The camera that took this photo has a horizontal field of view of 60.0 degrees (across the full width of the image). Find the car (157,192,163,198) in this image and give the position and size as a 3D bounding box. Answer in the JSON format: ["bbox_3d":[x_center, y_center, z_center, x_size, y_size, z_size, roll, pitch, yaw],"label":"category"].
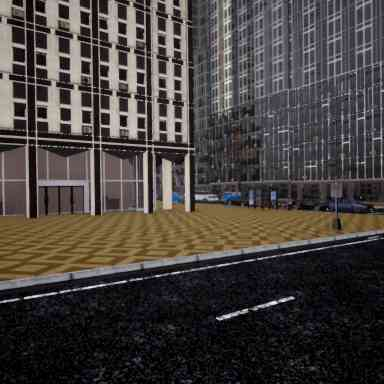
[{"bbox_3d":[-5.572,0.613,79.041,2.192,1.841,5.009,0,1,-34],"label":"car"}]

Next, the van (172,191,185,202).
[{"bbox_3d":[-2.907,0.936,60.231,1.690,1.788,3.998,0,1,-34],"label":"van"}]

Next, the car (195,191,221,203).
[{"bbox_3d":[2.208,0.821,57.351,2.150,2.045,5.566,-1,1,-34],"label":"car"}]

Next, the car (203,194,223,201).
[{"bbox_3d":[4.021,1.041,64.947,1.802,1.307,4.206,-1,1,-34],"label":"car"}]

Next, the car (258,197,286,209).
[{"bbox_3d":[9.789,1.386,41.378,1.802,1.307,4.206,-1,1,-34],"label":"car"}]

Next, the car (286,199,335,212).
[{"bbox_3d":[12.973,1.422,36.667,1.947,1.339,4.313,-1,1,-34],"label":"car"}]

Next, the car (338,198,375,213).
[{"bbox_3d":[16.710,1.384,35.997,2.033,1.411,5.357,-1,1,-34],"label":"car"}]

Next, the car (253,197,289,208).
[{"bbox_3d":[10.565,1.338,45.028,1.895,1.301,4.718,-1,1,-34],"label":"car"}]

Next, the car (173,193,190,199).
[{"bbox_3d":[-2.374,0.934,74.345,1.802,1.307,4.206,0,1,-34],"label":"car"}]

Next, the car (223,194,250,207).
[{"bbox_3d":[6.640,1.318,46.109,1.947,1.339,4.313,-1,1,-34],"label":"car"}]

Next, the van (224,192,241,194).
[{"bbox_3d":[7.218,0.853,60.245,1.690,1.788,3.998,-1,1,-34],"label":"van"}]
